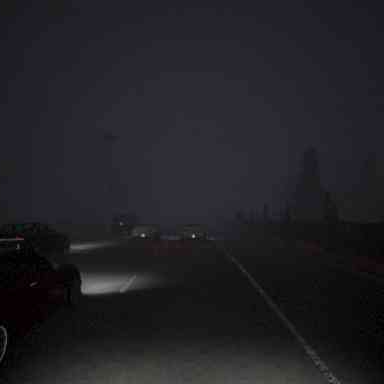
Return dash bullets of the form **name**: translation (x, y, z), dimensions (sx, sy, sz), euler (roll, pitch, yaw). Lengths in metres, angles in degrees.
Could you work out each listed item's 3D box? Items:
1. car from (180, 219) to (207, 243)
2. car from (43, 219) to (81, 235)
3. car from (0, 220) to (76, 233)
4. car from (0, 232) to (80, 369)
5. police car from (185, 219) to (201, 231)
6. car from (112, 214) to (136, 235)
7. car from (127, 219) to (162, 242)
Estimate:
- **car**: translation (0.098, 2.894, 24.473), dimensions (1.812, 1.442, 4.674), euler (0, -4, 0)
- **car**: translation (-14.001, 3.754, 36.123), dimensions (2.128, 1.511, 4.902), euler (0, -4, 0)
- **car**: translation (-6.901, 2.091, 14.358), dimensions (2.128, 1.511, 4.902), euler (0, -4, 0)
- **car**: translation (-3.400, 1.656, 5.570), dimensions (1.812, 1.442, 4.674), euler (0, -2, 0)
- **police car**: translation (0.097, 4.452, 45.274), dimensions (2.038, 1.542, 4.974), euler (0, -5, 0)
- **car**: translation (-6.903, 3.396, 35.074), dimensions (2.150, 2.045, 5.566), euler (0, -4, 0)
- **car**: translation (-3.401, 2.966, 25.429), dimensions (1.812, 1.442, 4.674), euler (0, -4, 0)
